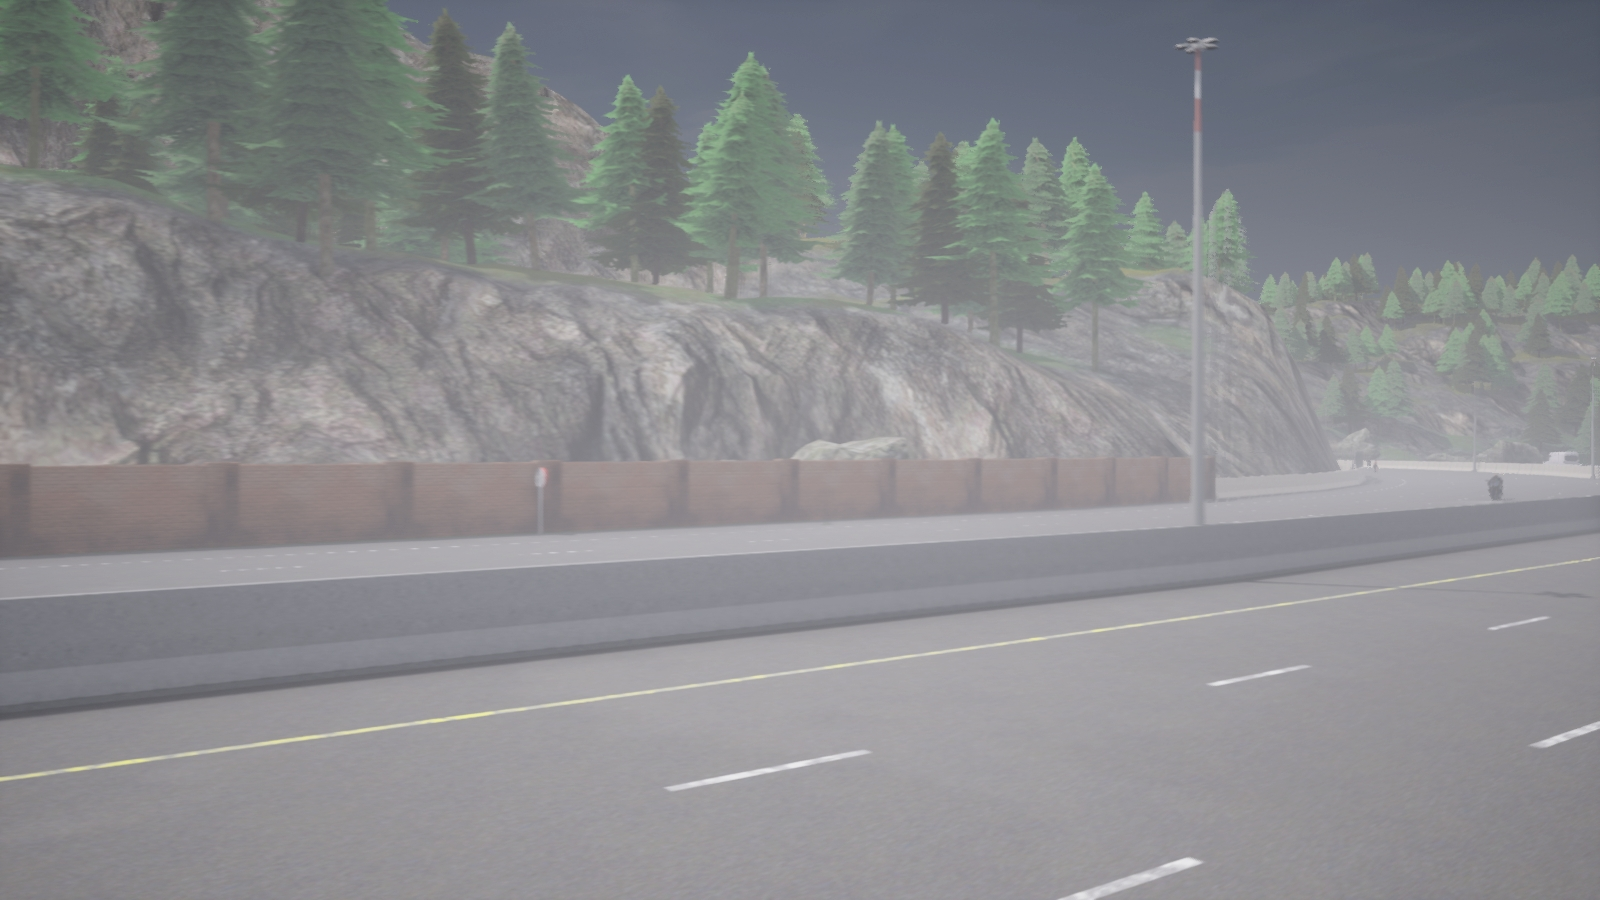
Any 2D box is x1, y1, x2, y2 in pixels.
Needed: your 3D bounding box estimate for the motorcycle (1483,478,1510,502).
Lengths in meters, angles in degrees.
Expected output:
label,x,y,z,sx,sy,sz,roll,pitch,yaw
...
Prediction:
label,x,y,z,sx,sy,sz,roll,pitch,yaw
motorcycle,38.312,2.197,62.816,0.867,1.251,2.209,-2,-1,41
